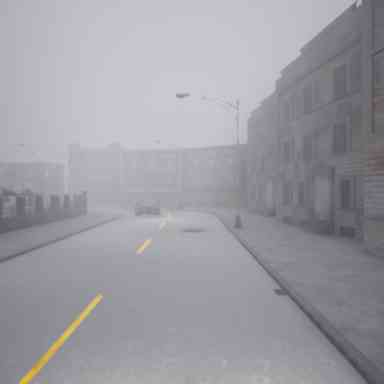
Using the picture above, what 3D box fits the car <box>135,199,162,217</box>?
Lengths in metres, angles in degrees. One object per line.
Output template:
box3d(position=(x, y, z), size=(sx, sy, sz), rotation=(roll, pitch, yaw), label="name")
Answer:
box3d(position=(-4.028, 1.385, 30.455), size=(1.882, 1.535, 5.008), rotation=(2, 0, -16), label="car")
